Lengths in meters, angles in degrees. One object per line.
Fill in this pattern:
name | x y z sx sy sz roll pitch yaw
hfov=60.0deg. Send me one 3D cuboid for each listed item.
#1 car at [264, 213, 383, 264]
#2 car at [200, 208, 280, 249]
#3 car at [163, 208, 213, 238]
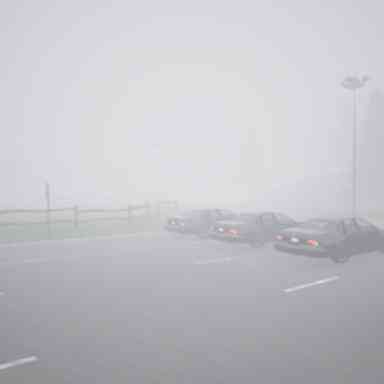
car | 5.242 1.541 11.800 5.357 1.411 2.033 0 0 -35
car | 3.202 1.541 14.643 5.357 1.411 2.033 0 0 -35
car | 1.108 1.541 17.577 5.357 1.411 2.033 0 0 -37
